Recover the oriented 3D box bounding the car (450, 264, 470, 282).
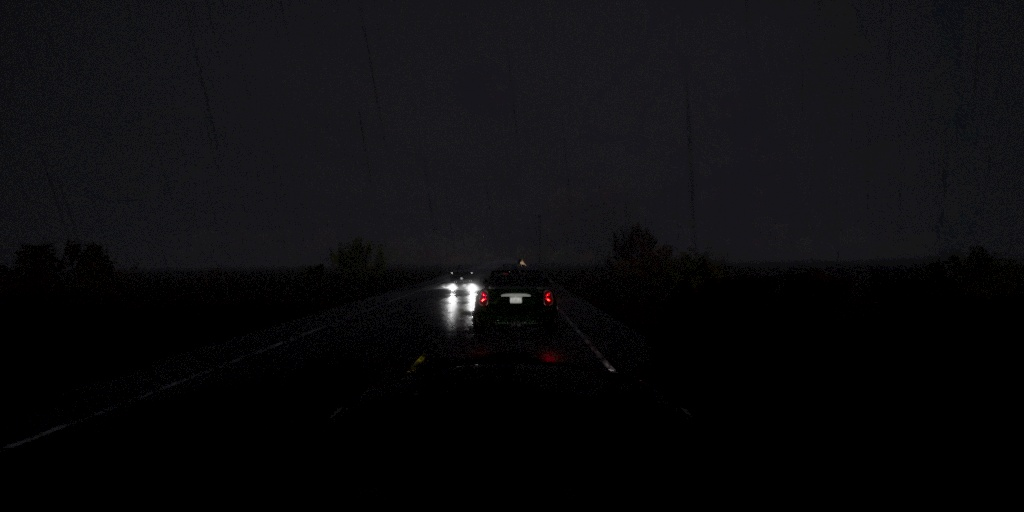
[{"bbox_3d":[-3.616,1.309,27.981,1.895,1.301,4.718,0,0,0],"label":"car"}]

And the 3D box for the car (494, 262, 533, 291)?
[{"bbox_3d":[0.088,1.208,22.349,2.128,1.511,4.902,0,0,0],"label":"car"}]

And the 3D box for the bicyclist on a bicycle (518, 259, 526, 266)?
[{"bbox_3d":[0.955,1.137,33.284,0.866,1.612,1.509,0,0,0],"label":"bicyclist on a bicycle"}]

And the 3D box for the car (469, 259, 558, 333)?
[{"bbox_3d":[0.095,1.086,10.783,2.097,1.767,4.553,0,0,0],"label":"car"}]
